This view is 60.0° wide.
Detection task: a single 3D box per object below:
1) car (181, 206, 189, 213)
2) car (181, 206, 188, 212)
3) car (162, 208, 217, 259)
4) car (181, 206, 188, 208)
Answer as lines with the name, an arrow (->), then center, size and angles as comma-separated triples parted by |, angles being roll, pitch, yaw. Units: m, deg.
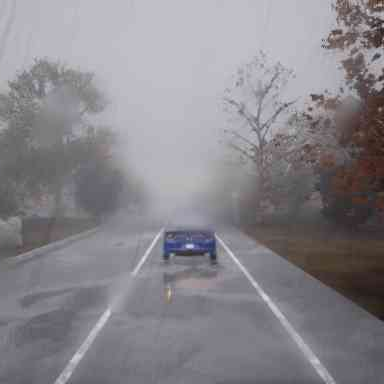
car -> -1.705, 3.992, 77.037 | 1.812, 1.442, 4.674 | 0, -3, -1
car -> -1.957, 4.349, 87.224 | 1.882, 1.535, 5.008 | 0, -3, -1
car -> -0.108, 1.629, 13.260 | 1.882, 1.535, 5.008 | 0, 0, -1
car -> -0.468, 1.997, 27.336 | 1.895, 1.301, 4.718 | -1, -2, -1
